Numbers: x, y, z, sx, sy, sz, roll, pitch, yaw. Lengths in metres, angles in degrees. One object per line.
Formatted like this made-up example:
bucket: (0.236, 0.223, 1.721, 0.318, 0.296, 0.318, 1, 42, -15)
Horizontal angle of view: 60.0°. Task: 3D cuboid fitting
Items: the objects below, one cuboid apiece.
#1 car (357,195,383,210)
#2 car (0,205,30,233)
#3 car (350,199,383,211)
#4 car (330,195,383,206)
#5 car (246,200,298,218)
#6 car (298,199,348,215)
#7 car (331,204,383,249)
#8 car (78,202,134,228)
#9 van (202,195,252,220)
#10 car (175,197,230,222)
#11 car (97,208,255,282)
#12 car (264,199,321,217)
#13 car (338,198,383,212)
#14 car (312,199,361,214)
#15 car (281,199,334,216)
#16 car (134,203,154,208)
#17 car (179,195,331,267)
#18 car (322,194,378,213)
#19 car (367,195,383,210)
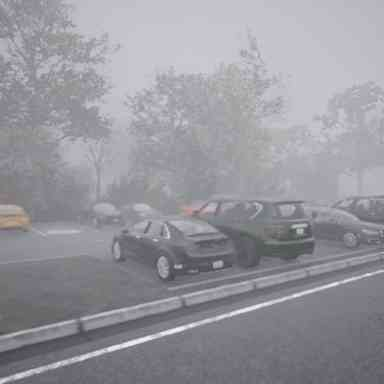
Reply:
car: (25.672, 1.397, 44.790, 2.435, 2.045, 5.566, 1, 0, -36)
car: (-10.613, 1.459, 18.929, 2.097, 1.535, 5.008, 0, 0, -35)
car: (23.289, 1.665, 43.120, 2.002, 1.452, 4.674, 0, 0, -36)
car: (8.335, 1.222, 16.405, 2.435, 2.045, 5.566, 0, 0, -35)
car: (7.527, 1.554, 31.858, 2.002, 1.452, 4.674, 0, 0, -36)
car: (14.342, 1.587, 36.694, 2.163, 1.488, 4.792, 0, 0, -36)
car: (6.063, 1.464, 14.758, 2.231, 1.521, 4.892, 0, 0, -35)
car: (-6.082, 1.455, 22.166, 2.097, 1.535, 5.008, 0, 0, -35)
van: (2.924, 1.259, 28.718, 1.878, 1.987, 4.442, 0, 0, -35)
car: (0.745, 1.349, 26.984, 2.185, 1.767, 4.553, 0, 0, -35)
car: (-0.777, 1.456, 9.874, 2.231, 1.521, 4.892, 0, 0, -35)
car: (9.900, 1.526, 33.328, 1.946, 1.575, 5.366, 0, 0, -36)
car: (21.126, 1.607, 41.571, 2.097, 1.535, 5.008, 0, 0, -36)
car: (16.574, 1.602, 38.360, 2.163, 1.488, 4.792, 0, 0, -36)
car: (12.063, 1.543, 35.094, 2.097, 1.535, 5.008, 0, 0, -36)
car: (-3.810, 1.499, 23.780, 2.002, 1.452, 4.674, 0, 0, -35)
car: (1.485, 1.203, 11.526, 2.435, 2.045, 5.566, 0, 0, -35)
car: (18.873, 1.337, 39.933, 2.435, 2.045, 5.566, 0, 0, -36)
car: (27.837, 1.419, 46.338, 2.435, 2.045, 5.566, 1, 0, -36)
